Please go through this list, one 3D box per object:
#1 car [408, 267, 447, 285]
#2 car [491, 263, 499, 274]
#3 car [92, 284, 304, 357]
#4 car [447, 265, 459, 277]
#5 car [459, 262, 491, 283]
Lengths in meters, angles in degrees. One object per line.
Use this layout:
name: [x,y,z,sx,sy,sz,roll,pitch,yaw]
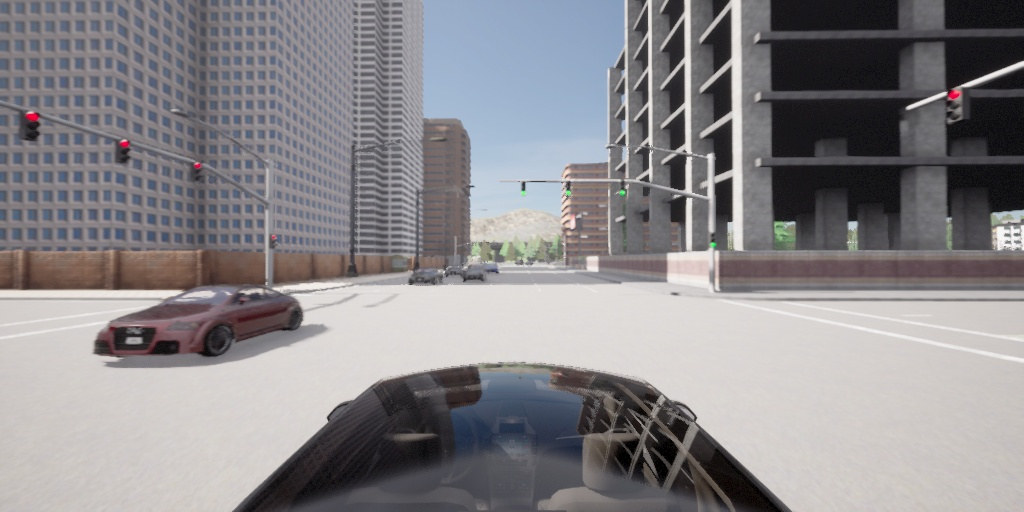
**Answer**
car: [-6.928,1.620,29.075,1.994,1.385,4.181,0,-1,1]
car: [-2.844,1.767,50.562,1.882,1.535,5.008,0,-1,2]
car: [-6.992,1.395,8.629,1.994,1.385,4.181,0,-1,0]
car: [-6.514,1.761,41.995,1.994,1.385,4.181,0,-1,1]
car: [-3.339,1.599,32.863,1.837,1.490,4.892,0,0,1]
